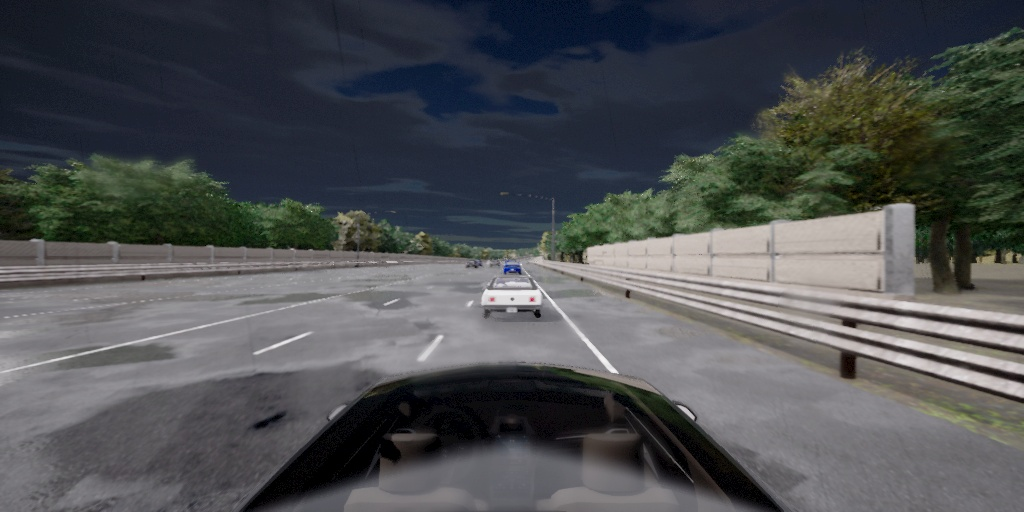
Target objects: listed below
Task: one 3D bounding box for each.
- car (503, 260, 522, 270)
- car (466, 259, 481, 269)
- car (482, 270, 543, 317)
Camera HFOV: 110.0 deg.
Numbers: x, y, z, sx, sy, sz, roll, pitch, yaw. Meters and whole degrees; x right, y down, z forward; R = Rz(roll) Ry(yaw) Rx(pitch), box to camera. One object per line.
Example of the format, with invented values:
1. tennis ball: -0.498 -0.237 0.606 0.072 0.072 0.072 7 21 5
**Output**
1. car: 0.047 1.303 40.077 1.882 1.535 5.008 0 0 0
2. car: -6.928 1.458 62.430 1.812 1.442 4.674 0 0 0
3. car: 0.010 1.358 13.135 1.895 1.301 4.718 0 0 0
